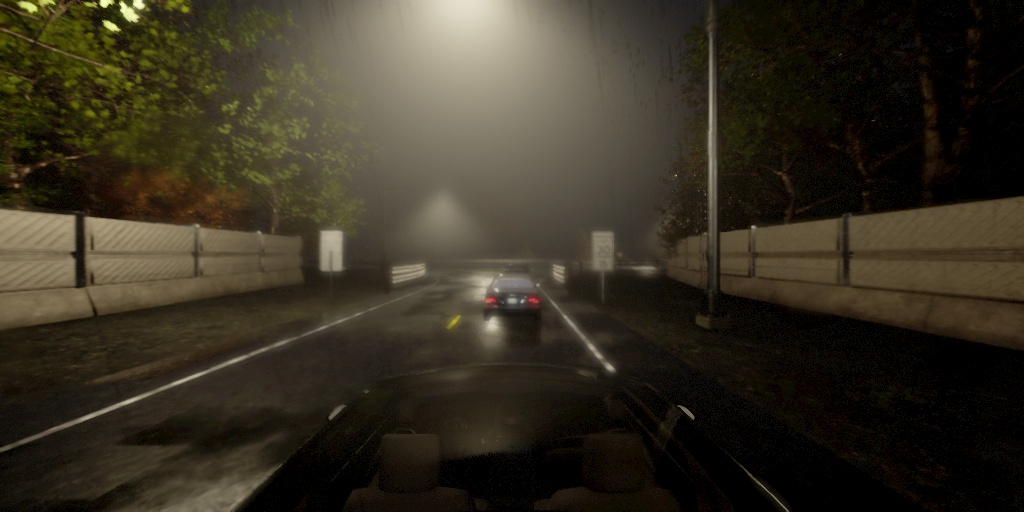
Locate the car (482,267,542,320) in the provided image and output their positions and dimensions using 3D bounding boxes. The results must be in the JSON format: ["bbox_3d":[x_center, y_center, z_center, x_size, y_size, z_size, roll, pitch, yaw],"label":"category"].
[{"bbox_3d":[0.024,1.294,12.493,2.033,1.411,5.357,0,0,0],"label":"car"}]

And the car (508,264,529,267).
[{"bbox_3d":[0.505,1.288,27.338,2.033,1.411,5.357,0,0,9],"label":"car"}]
